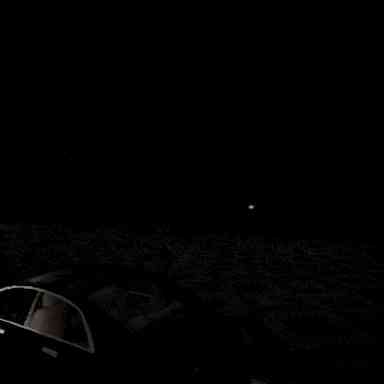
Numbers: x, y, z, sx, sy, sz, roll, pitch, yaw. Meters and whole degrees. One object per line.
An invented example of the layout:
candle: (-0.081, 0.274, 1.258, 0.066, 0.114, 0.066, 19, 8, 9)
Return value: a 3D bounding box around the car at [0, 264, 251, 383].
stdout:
car: (-1.470, 1.587, 4.010, 4.403, 1.369, 2.008, -1, 0, 35)
